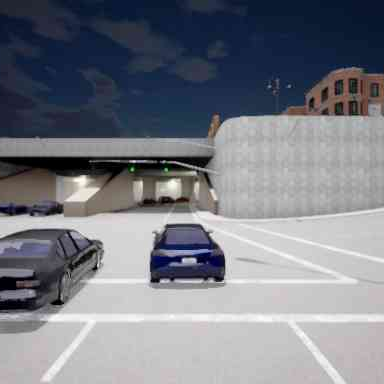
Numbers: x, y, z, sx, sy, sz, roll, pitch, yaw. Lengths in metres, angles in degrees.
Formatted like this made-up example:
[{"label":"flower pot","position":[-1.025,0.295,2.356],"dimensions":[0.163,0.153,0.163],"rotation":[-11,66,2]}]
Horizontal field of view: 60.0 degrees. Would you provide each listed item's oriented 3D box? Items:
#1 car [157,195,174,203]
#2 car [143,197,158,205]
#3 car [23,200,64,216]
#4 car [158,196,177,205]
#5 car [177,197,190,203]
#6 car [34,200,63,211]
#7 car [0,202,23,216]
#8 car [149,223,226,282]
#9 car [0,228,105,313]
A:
[{"label":"car","position":[-5.936,1.604,75.209],"dimensions":[2.097,1.767,4.553],"rotation":[0,0,24]},{"label":"car","position":[-8.278,1.763,65.158],"dimensions":[2.033,1.411,5.357],"rotation":[0,0,6]},{"label":"car","position":[-14.795,1.660,34.091],"dimensions":[2.033,1.411,5.357],"rotation":[0,0,-1]},{"label":"car","position":[-4.759,1.569,65.451],"dimensions":[2.097,1.767,4.553],"rotation":[0,0,6]},{"label":"car","position":[-2.130,1.773,75.246],"dimensions":[1.812,1.442,4.674],"rotation":[0,0,28]},{"label":"car","position":[-18.514,1.744,43.146],"dimensions":[1.895,1.301,4.718],"rotation":[0,0,-1]},{"label":"car","position":[-18.293,1.714,33.984],"dimensions":[1.895,1.301,4.718],"rotation":[0,0,-1]},{"label":"car","position":[-0.263,1.628,10.056],"dimensions":[1.994,1.385,4.181],"rotation":[0,0,-5]},{"label":"car","position":[-3.547,1.598,8.071],"dimensions":[2.033,1.411,5.357],"rotation":[0,0,-3]}]
